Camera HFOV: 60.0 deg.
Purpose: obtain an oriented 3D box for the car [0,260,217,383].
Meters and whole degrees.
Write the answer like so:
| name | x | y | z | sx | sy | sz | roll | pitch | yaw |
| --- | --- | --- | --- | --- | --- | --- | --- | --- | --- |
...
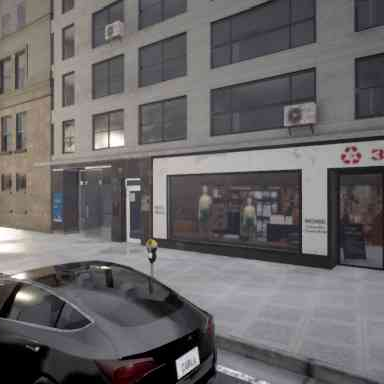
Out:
| name | x | y | z | sx | sy | sz | roll | pitch | yaw |
| --- | --- | --- | --- | --- | --- | --- | --- | --- | --- |
| car | -1.725 | 1.566 | 4.200 | 4.313 | 1.339 | 1.947 | 0 | 0 | 36 |
